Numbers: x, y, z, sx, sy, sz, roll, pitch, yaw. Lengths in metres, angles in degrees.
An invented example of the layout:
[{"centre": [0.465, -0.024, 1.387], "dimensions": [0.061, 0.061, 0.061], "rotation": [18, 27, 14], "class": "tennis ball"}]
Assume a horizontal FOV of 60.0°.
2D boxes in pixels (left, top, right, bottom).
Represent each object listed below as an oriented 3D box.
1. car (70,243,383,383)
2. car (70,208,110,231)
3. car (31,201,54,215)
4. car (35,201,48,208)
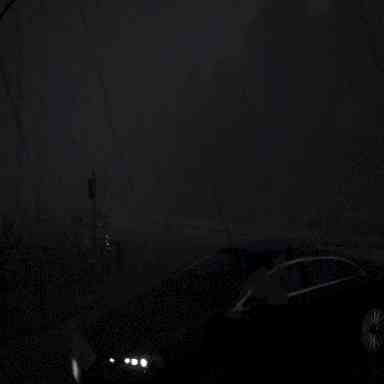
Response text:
[{"centre": [0.897, 1.547, 4.700], "dimensions": [4.902, 1.511, 2.128], "rotation": [0, -1, -32], "class": "car"}, {"centre": [-7.256, 1.867, 23.503], "dimensions": [2.128, 1.511, 4.902], "rotation": [0, -1, -32], "class": "car"}, {"centre": [-19.174, 2.220, 42.988], "dimensions": [1.882, 1.535, 5.008], "rotation": [0, -1, -31], "class": "car"}, {"centre": [-33.576, 2.820, 74.184], "dimensions": [2.033, 1.411, 5.357], "rotation": [0, -1, -32], "class": "car"}]
